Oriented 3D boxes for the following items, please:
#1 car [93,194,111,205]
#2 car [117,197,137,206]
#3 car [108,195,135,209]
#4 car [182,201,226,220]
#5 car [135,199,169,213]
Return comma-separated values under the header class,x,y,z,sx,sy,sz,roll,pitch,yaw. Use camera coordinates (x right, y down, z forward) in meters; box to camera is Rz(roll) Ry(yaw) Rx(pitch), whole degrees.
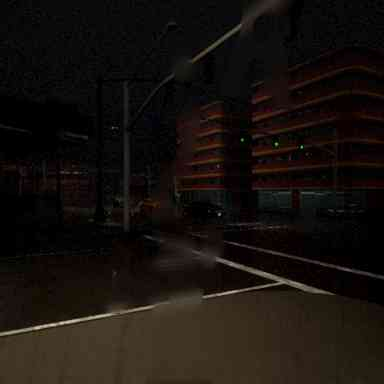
class,x,y,z,sx,sy,sz,roll,pitch,yaw
car,-14.925,1.505,55.094,1.837,1.490,4.892,0,0,-29
car,-10.825,1.601,55.283,1.895,1.301,4.718,0,0,-30
car,-9.483,1.491,45.717,2.128,1.511,4.902,0,0,-30
car,0.897,1.491,28.056,2.128,1.511,4.902,0,0,-30
car,-4.231,1.478,36.778,1.882,1.535,5.008,0,0,-30
